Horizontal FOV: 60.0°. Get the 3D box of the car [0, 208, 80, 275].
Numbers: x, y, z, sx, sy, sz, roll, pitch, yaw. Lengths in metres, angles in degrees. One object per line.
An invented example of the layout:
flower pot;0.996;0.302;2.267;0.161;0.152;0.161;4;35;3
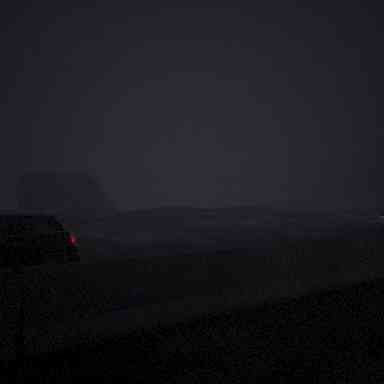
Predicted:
car;-5.388;1.333;8.607;4.553;1.767;2.097;1;0;-35
